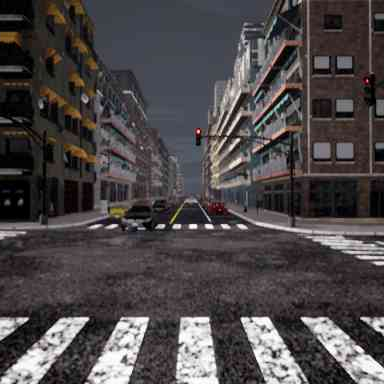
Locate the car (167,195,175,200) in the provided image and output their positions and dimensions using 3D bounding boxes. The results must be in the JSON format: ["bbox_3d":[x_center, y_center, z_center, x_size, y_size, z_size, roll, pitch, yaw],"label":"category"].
[{"bbox_3d":[-5.940,1.650,94.425,2.008,1.369,4.403,1,0,0],"label":"car"}]

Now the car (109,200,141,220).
[{"bbox_3d":[-5.759,1.551,27.974,1.752,1.417,4.829,1,0,0],"label":"car"}]

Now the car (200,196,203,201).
[{"bbox_3d":[2.561,1.629,50.247,1.802,1.307,4.206,1,0,0],"label":"car"}]

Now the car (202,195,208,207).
[{"bbox_3d":[2.592,1.476,39.200,1.967,1.590,4.097,1,0,0],"label":"car"}]

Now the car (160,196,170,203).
[{"bbox_3d":[-5.880,1.616,72.332,1.887,1.381,4.507,1,0,0],"label":"car"}]

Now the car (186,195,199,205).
[{"bbox_3d":[-0.163,1.658,59.960,1.895,1.301,4.718,0,0,0],"label":"car"}]

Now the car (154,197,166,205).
[{"bbox_3d":[-5.850,1.584,61.115,1.752,1.417,4.829,1,0,0],"label":"car"}]

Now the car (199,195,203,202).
[{"bbox_3d":[2.777,1.435,81.990,2.097,1.767,4.553,0,0,0],"label":"car"}]

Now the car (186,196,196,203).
[{"bbox_3d":[-0.190,1.525,69.936,2.128,1.511,4.902,0,0,0],"label":"car"}]

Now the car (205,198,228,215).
[{"bbox_3d":[2.606,1.575,33.676,1.887,1.381,4.507,1,0,0],"label":"car"}]

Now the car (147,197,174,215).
[{"bbox_3d":[-3.194,1.536,34.872,1.837,1.490,4.892,0,0,0],"label":"car"}]

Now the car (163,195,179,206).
[{"bbox_3d":[-3.225,1.403,54.766,2.097,1.767,4.553,0,0,0],"label":"car"}]

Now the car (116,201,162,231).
[{"bbox_3d":[-3.157,1.544,20.717,1.812,1.442,4.674,0,0,0],"label":"car"}]

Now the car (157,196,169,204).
[{"bbox_3d":[-5.865,1.616,66.809,2.008,1.369,4.403,1,0,0],"label":"car"}]
